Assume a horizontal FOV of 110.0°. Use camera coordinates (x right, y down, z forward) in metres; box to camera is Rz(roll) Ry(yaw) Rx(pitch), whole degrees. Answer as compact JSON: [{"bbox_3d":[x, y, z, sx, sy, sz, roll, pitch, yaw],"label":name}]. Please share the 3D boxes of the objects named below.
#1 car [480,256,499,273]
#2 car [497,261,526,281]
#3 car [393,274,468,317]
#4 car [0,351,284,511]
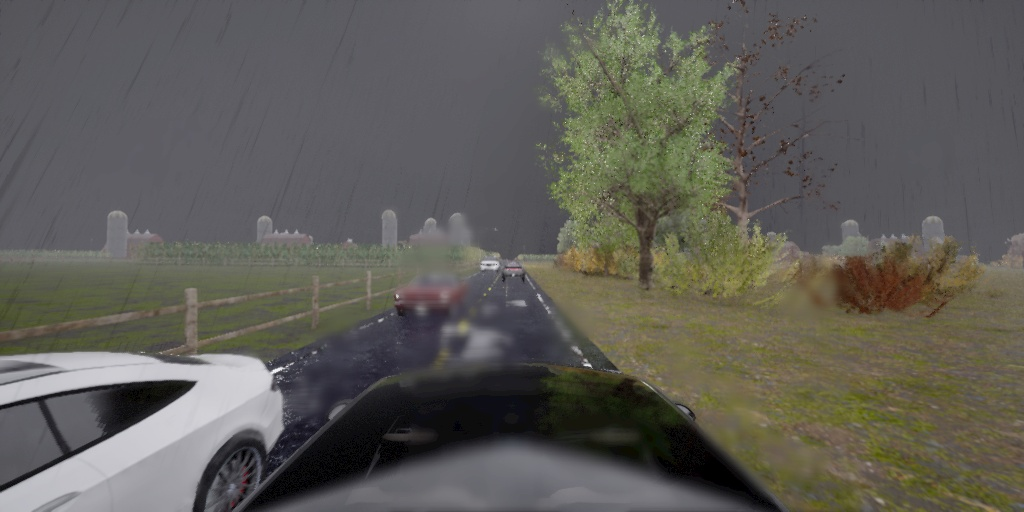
[{"bbox_3d":[-2.808,1.032,46.152,2.150,2.045,5.566,0,0,0],"label":"car"},{"bbox_3d":[0.128,1.279,30.355,2.128,1.511,4.902,0,0,0],"label":"car"},{"bbox_3d":[-2.834,1.367,13.435,1.895,1.301,4.718,0,0,0],"label":"car"},{"bbox_3d":[-2.870,1.275,1.281,1.812,1.442,4.674,0,0,0],"label":"car"}]
